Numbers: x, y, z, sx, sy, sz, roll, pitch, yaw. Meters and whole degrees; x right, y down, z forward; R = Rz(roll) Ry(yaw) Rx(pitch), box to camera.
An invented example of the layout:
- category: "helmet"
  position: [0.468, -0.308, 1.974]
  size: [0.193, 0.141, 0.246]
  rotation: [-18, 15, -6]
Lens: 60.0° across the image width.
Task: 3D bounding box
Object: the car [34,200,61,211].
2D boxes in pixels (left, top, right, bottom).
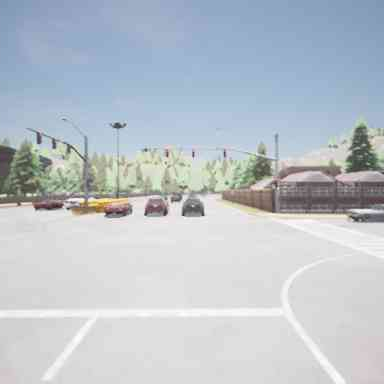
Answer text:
- category: "car"
  position: [-17.586, 1.586, 40.879]
  size: [1.895, 1.301, 4.718]
  rotation: [0, 0, 0]

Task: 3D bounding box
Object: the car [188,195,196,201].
- category: "car"
  position: [0.003, 1.368, 80.029]
  size: [1.812, 1.442, 4.674]
  rotation: [0, 0, 0]

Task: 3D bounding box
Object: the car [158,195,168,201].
- category: "car"
  position: [-6.997, 1.399, 80.029]
  size: [1.994, 1.385, 4.181]
  rotation: [0, 0, 0]

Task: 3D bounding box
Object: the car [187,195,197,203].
- category: "car"
  position: [0.003, 1.447, 69.609]
  size: [1.837, 1.490, 4.892]
  rotation: [0, 0, 0]

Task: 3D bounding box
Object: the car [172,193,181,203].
- category: "car"
  position: [-3.497, 1.426, 69.609]
  size: [1.882, 1.535, 5.008]
  rotation: [0, 0, 0]

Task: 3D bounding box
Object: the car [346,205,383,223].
- category: "car"
  position: [14.117, 1.583, 24.725]
  size: [4.718, 1.301, 1.895]
  rotation: [0, 0, 3]

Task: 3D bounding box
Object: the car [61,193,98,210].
- category: "car"
  position: [-14.087, 1.203, 42.021]
  size: [2.150, 2.045, 5.566]
  rotation: [0, 0, 1]

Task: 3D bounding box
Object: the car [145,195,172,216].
- category: "car"
  position: [-3.400, 1.336, 33.063]
  size: [2.097, 1.767, 4.553]
  rotation: [0, 0, 0]

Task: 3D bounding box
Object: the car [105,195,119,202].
- category: "car"
  position: [-17.497, 1.378, 73.226]
  size: [1.895, 1.301, 4.718]
  rotation: [0, 0, 0]

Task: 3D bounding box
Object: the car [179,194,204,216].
- category: "car"
  position: [0.101, 1.335, 33.049]
  size: [2.097, 1.767, 4.553]
  rotation: [0, 0, 0]

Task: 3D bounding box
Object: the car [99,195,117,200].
- category: "car"
  position: [-14.047, 1.326, 57.881]
  size: [2.097, 1.767, 4.553]
  rotation: [0, 0, 0]

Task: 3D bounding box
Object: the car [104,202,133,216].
- category: "car"
  position: [-6.899, 1.587, 31.763]
  size: [1.895, 1.301, 4.718]
  rotation: [0, 0, 0]

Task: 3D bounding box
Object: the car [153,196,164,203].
- category: "car"
  position: [-6.997, 1.550, 70.056]
  size: [1.895, 1.301, 4.718]
  rotation: [0, 0, 0]
